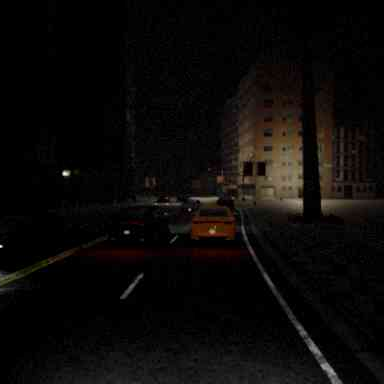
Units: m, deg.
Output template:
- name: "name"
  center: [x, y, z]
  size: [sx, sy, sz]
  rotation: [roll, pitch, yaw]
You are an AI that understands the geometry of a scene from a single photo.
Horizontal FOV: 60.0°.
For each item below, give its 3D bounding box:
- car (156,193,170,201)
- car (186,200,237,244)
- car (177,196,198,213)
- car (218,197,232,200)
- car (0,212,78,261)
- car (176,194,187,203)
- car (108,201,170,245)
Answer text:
- name: "car"
  center: [-4.880, 1.004, 56.908]
  size: [2.097, 1.767, 4.553]
  rotation: [0, 0, 1]
- name: "car"
  center: [1.045, 1.377, 15.393]
  size: [1.882, 1.535, 5.008]
  rotation: [0, 0, 6]
- name: "car"
  center: [0.052, 1.376, 33.498]
  size: [1.895, 1.301, 4.718]
  rotation: [0, 0, 7]
- name: "car"
  center: [3.598, 1.242, 36.145]
  size: [1.882, 1.535, 5.008]
  rotation: [0, 0, 6]
- name: "car"
  center: [-6.019, 1.455, 12.133]
  size: [2.033, 1.411, 5.357]
  rotation: [0, 0, 5]
- name: "car"
  center: [-1.632, 1.115, 56.807]
  size: [1.882, 1.535, 5.008]
  rotation: [0, 0, 1]
- name: "car"
  center: [-2.250, 1.372, 15.148]
  size: [1.882, 1.535, 5.008]
  rotation: [0, 0, 5]
